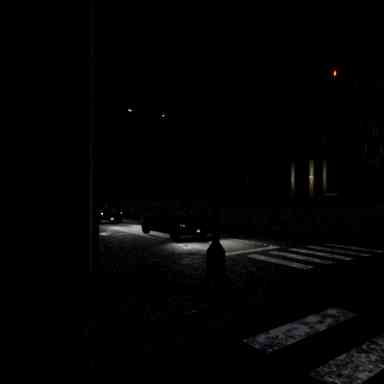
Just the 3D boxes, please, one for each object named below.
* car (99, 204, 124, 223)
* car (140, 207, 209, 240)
[{"bbox_3d":[-6.992,1.610,25.547,1.895,1.301,4.718,0,0,-36],"label":"car"},{"bbox_3d":[-1.066,1.532,17.337,1.812,1.442,4.674,0,0,-36],"label":"car"}]
